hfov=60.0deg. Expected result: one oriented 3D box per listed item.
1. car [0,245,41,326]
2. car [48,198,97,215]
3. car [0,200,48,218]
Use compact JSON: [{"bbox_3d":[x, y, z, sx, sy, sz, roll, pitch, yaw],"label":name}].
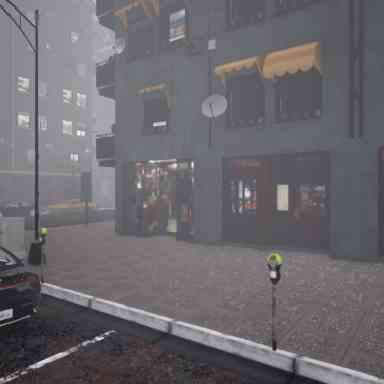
[{"bbox_3d":[-4.506,1.551,6.075,4.403,1.369,2.008,0,0,35],"label":"car"},{"bbox_3d":[-11.011,1.249,30.502,1.752,1.417,4.829,1,1,35],"label":"car"},{"bbox_3d":[-14.095,1.350,26.073,2.008,1.369,4.403,1,1,35],"label":"car"}]
